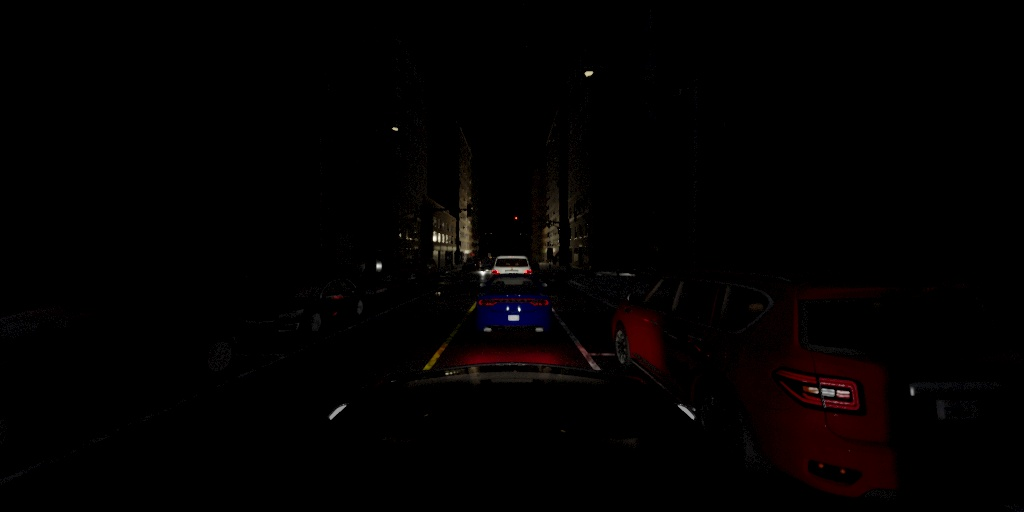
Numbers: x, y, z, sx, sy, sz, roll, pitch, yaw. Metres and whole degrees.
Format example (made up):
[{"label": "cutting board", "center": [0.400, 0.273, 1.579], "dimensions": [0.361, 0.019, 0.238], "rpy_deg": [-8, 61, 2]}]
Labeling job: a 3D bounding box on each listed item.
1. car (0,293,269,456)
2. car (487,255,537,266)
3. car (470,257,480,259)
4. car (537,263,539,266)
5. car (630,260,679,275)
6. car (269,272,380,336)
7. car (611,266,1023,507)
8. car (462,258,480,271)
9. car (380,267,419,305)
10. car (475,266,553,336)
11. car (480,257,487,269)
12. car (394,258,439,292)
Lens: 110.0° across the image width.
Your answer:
[{"label": "car", "center": [-5.670, 1.293, 4.649], "dimensions": [1.888, 1.381, 4.507], "rpy_deg": [0, 0, 0]}, {"label": "car", "center": [-0.012, 0.966, 20.116], "dimensions": [2.150, 2.045, 5.566], "rpy_deg": [0, 0, 0]}, {"label": "car", "center": [-5.717, 1.076, 53.961], "dimensions": [2.192, 1.841, 5.009], "rpy_deg": [0, 0, 0]}, {"label": "car", "center": [2.813, 1.338, 48.432], "dimensions": [1.802, 1.307, 4.207], "rpy_deg": [0, 0, 0]}, {"label": "car", "center": [14.649, 1.189, 37.006], "dimensions": [4.181, 1.385, 1.994], "rpy_deg": [0, 1, 0]}, {"label": "car", "center": [-5.675, 1.296, 10.231], "dimensions": [2.007, 1.370, 4.403], "rpy_deg": [0, 0, 0]}, {"label": "car", "center": [2.855, 1.063, 4.680], "dimensions": [2.192, 1.841, 5.009], "rpy_deg": [0, 0, 0]}, {"label": "car", "center": [-5.712, 1.338, 48.396], "dimensions": [1.802, 1.307, 4.207], "rpy_deg": [0, 0, 0]}, {"label": "car", "center": [-5.680, 1.327, 15.814], "dimensions": [1.802, 1.307, 4.207], "rpy_deg": [0, 0, 0]}, {"label": "car", "center": [0.045, 1.224, 10.455], "dimensions": [1.882, 1.535, 5.008], "rpy_deg": [0, 0, 0]}, {"label": "car", "center": [-3.145, 1.282, 48.937], "dimensions": [1.812, 1.442, 4.674], "rpy_deg": [0, 0, -3]}, {"label": "car", "center": [-5.686, 1.059, 21.397], "dimensions": [2.192, 1.841, 5.009], "rpy_deg": [0, 0, 0]}]
